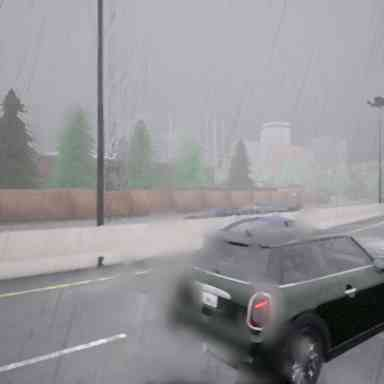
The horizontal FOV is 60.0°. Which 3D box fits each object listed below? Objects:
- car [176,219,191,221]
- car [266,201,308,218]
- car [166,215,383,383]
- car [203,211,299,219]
[{"bbox_3d":[1.323,1.614,18.977,5.357,1.411,2.033,0,0,-43],"label":"car"},{"bbox_3d":[9.530,1.651,33.021,2.033,1.411,5.357,0,0,40],"label":"car"},{"bbox_3d":[1.894,1.369,5.473,4.553,1.767,2.097,0,0,-38],"label":"car"},{"bbox_3d":[2.584,1.512,10.533,5.008,1.535,1.882,0,0,-40],"label":"car"}]
